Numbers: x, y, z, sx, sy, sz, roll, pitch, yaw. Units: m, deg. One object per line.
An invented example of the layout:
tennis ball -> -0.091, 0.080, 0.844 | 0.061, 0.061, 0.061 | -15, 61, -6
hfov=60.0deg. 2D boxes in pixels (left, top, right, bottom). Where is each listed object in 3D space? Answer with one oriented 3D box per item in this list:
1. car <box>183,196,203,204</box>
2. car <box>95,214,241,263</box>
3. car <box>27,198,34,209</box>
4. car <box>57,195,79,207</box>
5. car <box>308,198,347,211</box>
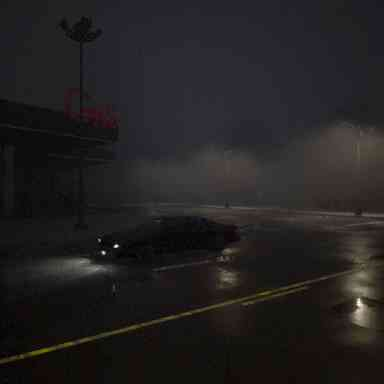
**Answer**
car -> 0.208, 1.478, 64.983 | 1.882, 1.535, 5.008 | 0, -1, -36
car -> -0.652, 1.547, 12.141 | 5.357, 1.411, 2.033 | 0, 0, -36
car -> -22.029, 1.456, 43.590 | 1.970, 1.475, 3.806 | 0, 0, -35
car -> -17.819, 1.295, 47.573 | 2.242, 1.667, 4.611 | 0, 0, -35
car -> 16.902, 1.504, 41.677 | 1.837, 1.490, 4.892 | 0, 0, -34
